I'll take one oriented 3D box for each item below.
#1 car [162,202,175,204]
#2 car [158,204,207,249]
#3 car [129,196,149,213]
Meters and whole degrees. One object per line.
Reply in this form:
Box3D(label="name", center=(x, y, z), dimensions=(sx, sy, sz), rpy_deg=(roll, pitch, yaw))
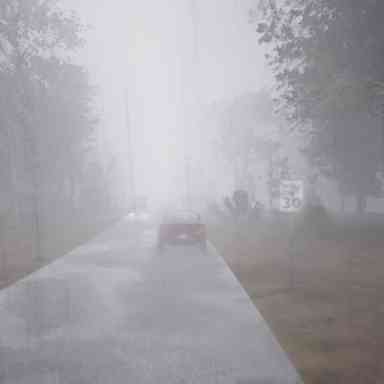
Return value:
Box3D(label="car", center=(-2.417, 1.727, 33.823), dimensions=(2.033, 1.411, 5.357), rpy_deg=(1, -1, -8))
Box3D(label="car", center=(-0.482, 1.501, 14.685), dimensions=(1.882, 1.535, 5.008), rpy_deg=(1, 0, -4))
Box3D(label="car", center=(-6.635, 1.473, 41.652), dimensions=(2.150, 2.045, 5.566), rpy_deg=(1, -1, -10))
